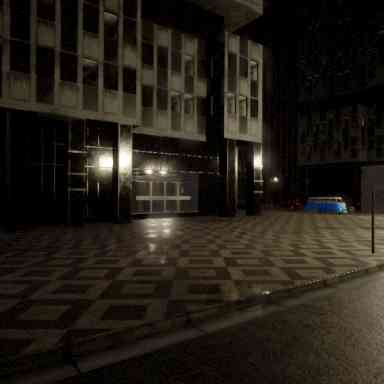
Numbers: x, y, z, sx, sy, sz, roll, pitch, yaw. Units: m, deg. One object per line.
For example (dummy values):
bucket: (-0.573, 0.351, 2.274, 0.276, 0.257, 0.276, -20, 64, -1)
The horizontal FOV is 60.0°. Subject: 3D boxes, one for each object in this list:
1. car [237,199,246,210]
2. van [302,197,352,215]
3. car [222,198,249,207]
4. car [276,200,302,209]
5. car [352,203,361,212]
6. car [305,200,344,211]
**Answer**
car: (7.182, 1.706, 43.362, 1.887, 1.381, 4.507, 0, 0, -36)
van: (13.752, 1.425, 34.173, 1.690, 1.788, 3.998, 0, 0, -36)
car: (7.442, 1.839, 57.655, 1.752, 1.417, 4.829, 0, 0, -36)
car: (14.112, 1.818, 48.327, 1.802, 1.307, 4.206, 0, 0, -36)
car: (20.682, 1.725, 39.137, 1.947, 1.339, 4.313, 0, 0, -36)
car: (17.397, 1.749, 43.732, 2.008, 1.369, 4.403, 0, 0, -36)
